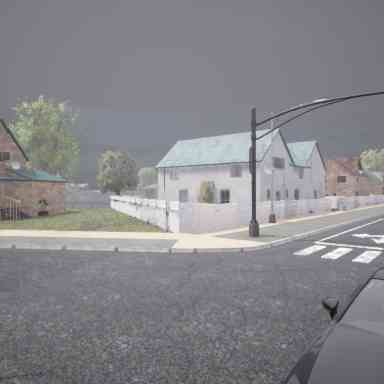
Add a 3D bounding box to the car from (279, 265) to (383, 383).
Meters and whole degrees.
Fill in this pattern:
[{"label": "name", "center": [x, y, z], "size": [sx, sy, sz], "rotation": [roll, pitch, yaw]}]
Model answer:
[{"label": "car", "center": [2.506, 1.524, 3.367], "size": [1.812, 1.442, 4.674], "rotation": [0, 0, 41]}]
